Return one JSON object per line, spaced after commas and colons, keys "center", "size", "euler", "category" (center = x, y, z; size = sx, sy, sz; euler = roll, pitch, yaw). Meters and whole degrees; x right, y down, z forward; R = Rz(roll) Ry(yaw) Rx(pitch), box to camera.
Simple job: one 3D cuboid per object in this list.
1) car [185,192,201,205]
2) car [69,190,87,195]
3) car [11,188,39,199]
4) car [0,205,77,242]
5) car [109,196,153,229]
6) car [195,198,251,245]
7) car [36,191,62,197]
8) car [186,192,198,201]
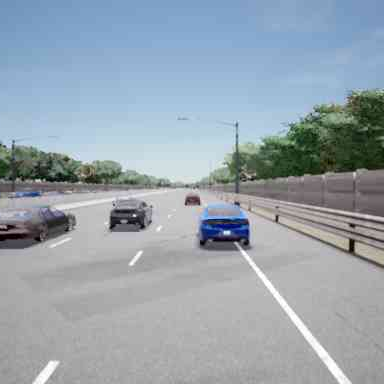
{"center": [0.082, 0.803, 42.286], "size": [1.882, 1.535, 5.008], "euler": [0, 1, 0], "category": "car"}
{"center": [-17.564, 0.553, 50.991], "size": [2.097, 1.767, 4.553], "euler": [0, 1, 0], "category": "car"}
{"center": [-24.564, 0.445, 49.428], "size": [2.150, 2.045, 5.566], "euler": [0, 1, 0], "category": "car"}
{"center": [-6.894, 1.299, 14.746], "size": [2.033, 1.411, 5.357], "euler": [0, 1, 0], "category": "car"}
{"center": [-3.400, 1.186, 19.096], "size": [1.837, 1.490, 4.892], "euler": [0, 1, 0], "category": "car"}
{"center": [1.225, 1.240, 14.127], "size": [1.882, 1.535, 5.008], "euler": [0, 1, 0], "category": "car"}
{"center": [-21.062, 0.754, 50.571], "size": [2.033, 1.411, 5.357], "euler": [0, 1, 0], "category": "car"}
{"center": [0.001, 0.691, 53.595], "size": [1.812, 1.442, 4.674], "euler": [0, 1, 0], "category": "car"}
